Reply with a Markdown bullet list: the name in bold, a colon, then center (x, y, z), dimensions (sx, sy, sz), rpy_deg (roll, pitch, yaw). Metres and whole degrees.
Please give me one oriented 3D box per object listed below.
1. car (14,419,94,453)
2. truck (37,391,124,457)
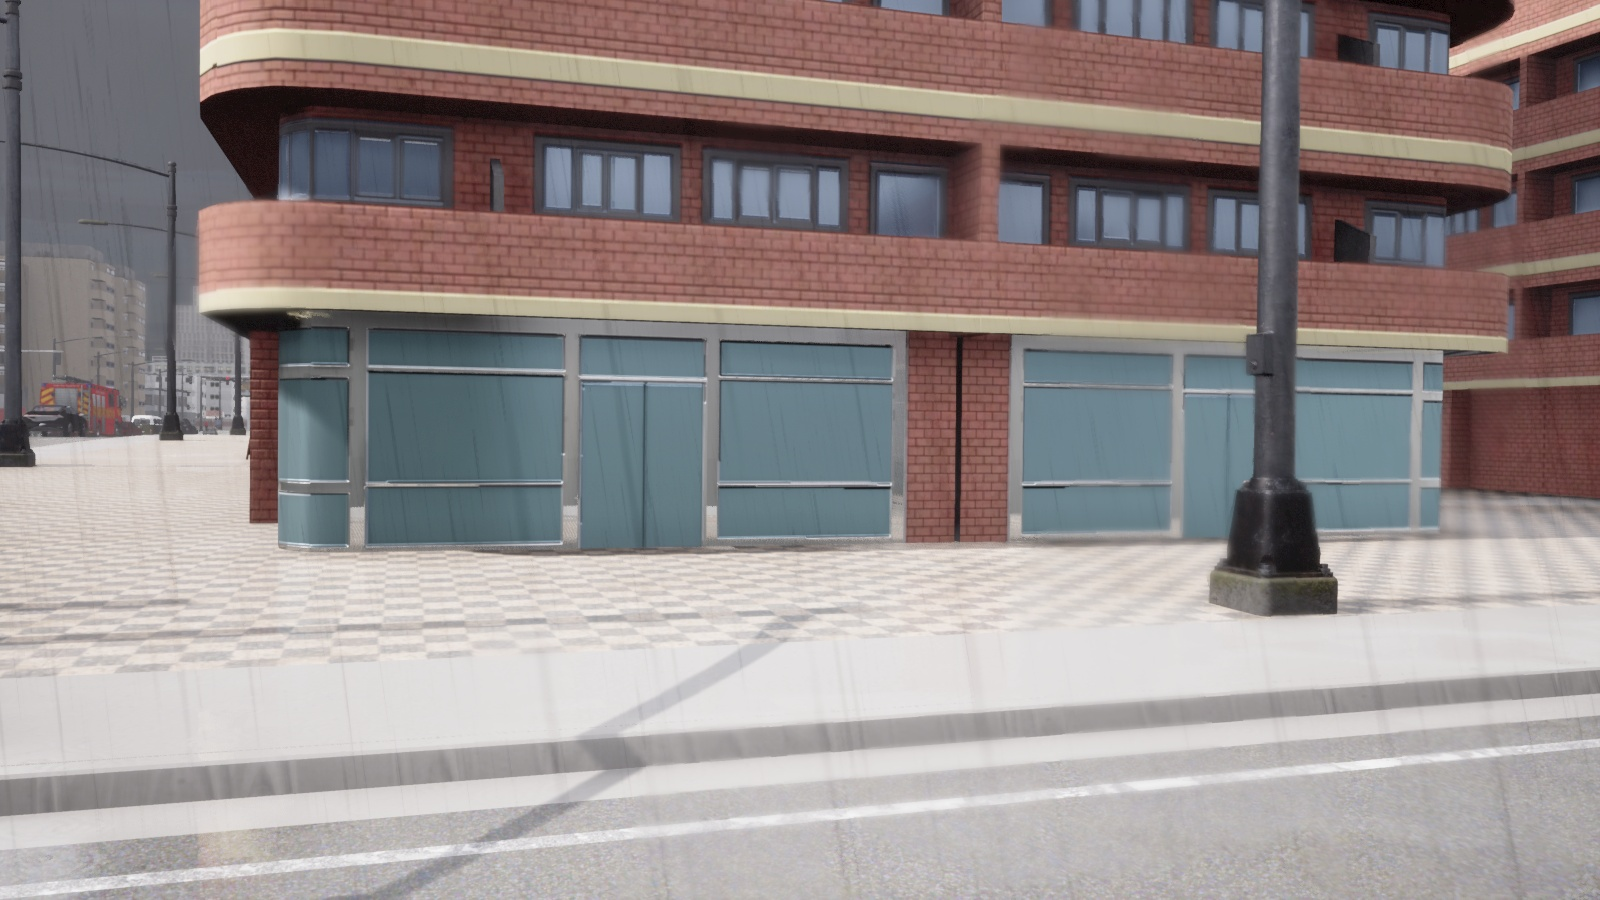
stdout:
- **car**: center (-35.036, -0.650, 59.136), dimensions (2.128, 1.511, 4.902), rpy_deg (-1, 1, -17)
- **truck**: center (-44.922, -1.537, 78.713), dimensions (2.891, 3.827, 8.468), rpy_deg (-1, -1, -17)
